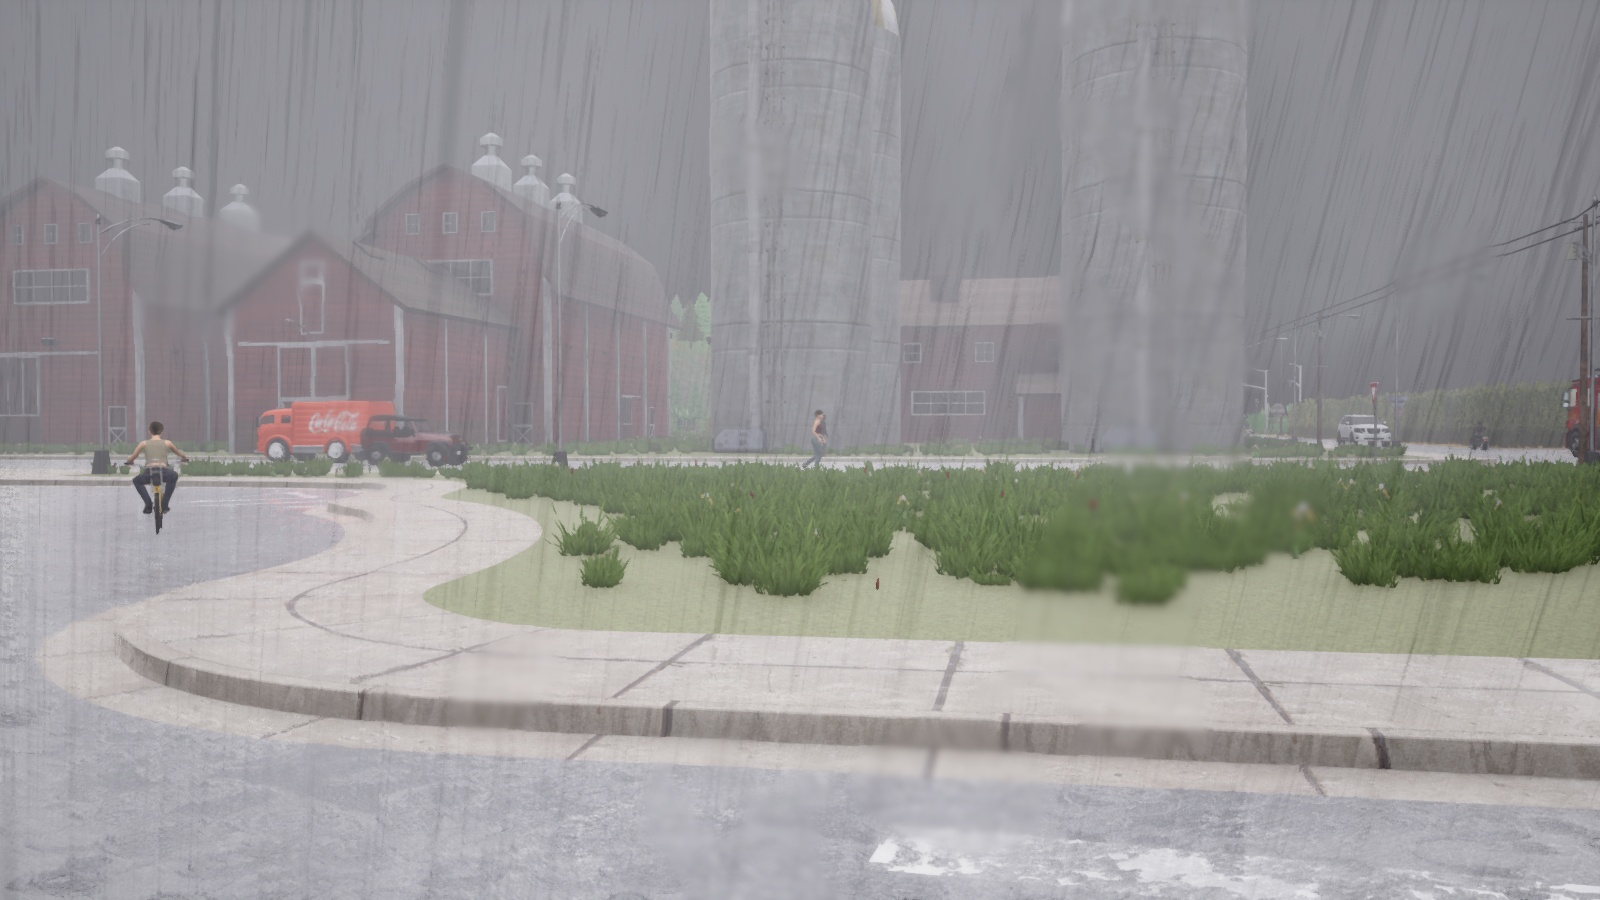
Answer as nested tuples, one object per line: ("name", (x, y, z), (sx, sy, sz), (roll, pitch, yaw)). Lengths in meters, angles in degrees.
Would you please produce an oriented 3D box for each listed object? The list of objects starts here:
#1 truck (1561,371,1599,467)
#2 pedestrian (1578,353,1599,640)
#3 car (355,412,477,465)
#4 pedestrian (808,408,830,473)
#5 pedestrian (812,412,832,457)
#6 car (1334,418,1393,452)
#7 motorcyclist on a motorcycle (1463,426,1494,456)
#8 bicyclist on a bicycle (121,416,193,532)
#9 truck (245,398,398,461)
("truck", (33.857, -1.259, 51.334), (2.891, 3.827, 8.468), (1, 1, 19))
("pedestrian", (5.883, 0.319, 8.436), (0.873, 1.952, 0.659), (0, 1, 1))
("car", (-14.171, -0.452, 46.489), (3.866, 1.878, 1.905), (1, 1, 10))
("pedestrian", (0.540, -0.279, 35.561), (0.594, 1.836, 0.345), (0, 1, 9))
("pedestrian", (0.920, -0.629, 51.963), (0.703, 1.840, 0.431), (1, 1, 23))
("car", (35.505, -0.967, 79.236), (2.150, 2.045, 5.566), (1, 1, 11))
("motorcyclist on a motorcycle", (37.104, -0.500, 68.720), (0.766, 1.649, 2.350), (1, 1, 11))
("bicyclist on a bicycle", (-9.420, 0.317, 18.434), (0.866, 1.612, 1.509), (-1, 2, -26))
("truck", (-19.345, -0.858, 50.917), (5.204, 2.467, 2.627), (1, 1, 10))
